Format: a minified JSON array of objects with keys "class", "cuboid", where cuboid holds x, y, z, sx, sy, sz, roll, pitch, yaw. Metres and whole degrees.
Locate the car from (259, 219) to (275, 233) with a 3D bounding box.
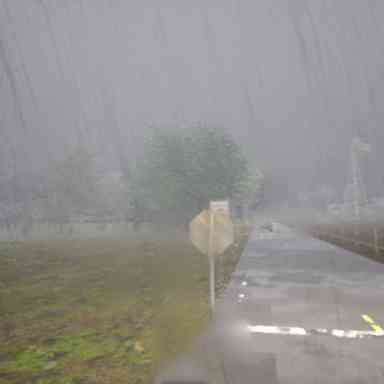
[{"class":"car","cuboid":[10.398,4.934,46.746,2.033,1.411,5.357,-2,-4,11]}]
